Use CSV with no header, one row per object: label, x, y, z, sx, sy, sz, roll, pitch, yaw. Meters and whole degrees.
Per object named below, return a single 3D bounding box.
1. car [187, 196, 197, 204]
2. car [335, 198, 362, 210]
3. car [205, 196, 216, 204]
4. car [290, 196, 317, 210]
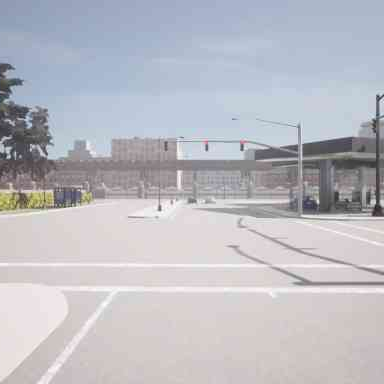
car,0.061,1.547,64.454,2.033,1.411,5.357,0,0,0
car,18.994,1.456,40.524,1.970,1.475,3.806,0,0,0
car,3.561,1.526,64.451,1.812,1.442,4.674,0,0,0
car,13.248,1.295,39.767,2.242,1.667,4.611,0,0,0
